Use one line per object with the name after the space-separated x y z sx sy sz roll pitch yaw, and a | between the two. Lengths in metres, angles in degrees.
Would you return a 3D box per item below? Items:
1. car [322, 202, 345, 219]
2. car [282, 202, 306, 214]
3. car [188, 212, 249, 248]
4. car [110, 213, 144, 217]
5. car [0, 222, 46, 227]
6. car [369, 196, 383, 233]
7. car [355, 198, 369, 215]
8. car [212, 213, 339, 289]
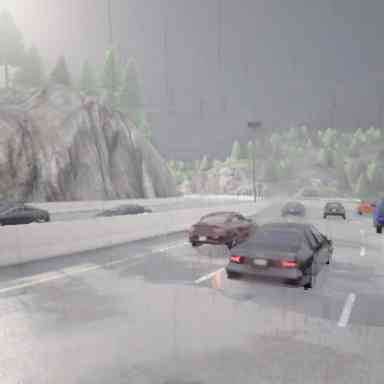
13.094 1.638 30.749 2.033 1.411 5.357 0 0 22 | car
9.944 1.663 32.406 1.994 1.385 4.181 0 0 22 | car
1.496 1.573 14.479 1.812 1.442 4.674 0 0 29 | car
-5.056 1.637 25.015 2.033 1.411 5.357 0 0 26 | car
-11.256 1.573 20.719 2.128 1.511 4.902 0 0 28 | car
11.930 1.275 19.549 2.150 2.045 5.566 0 0 26 | car
18.315 1.452 34.610 2.097 1.767 4.553 0 0 21 | car
2.718 1.577 9.389 2.033 1.411 5.357 0 0 30 | car
